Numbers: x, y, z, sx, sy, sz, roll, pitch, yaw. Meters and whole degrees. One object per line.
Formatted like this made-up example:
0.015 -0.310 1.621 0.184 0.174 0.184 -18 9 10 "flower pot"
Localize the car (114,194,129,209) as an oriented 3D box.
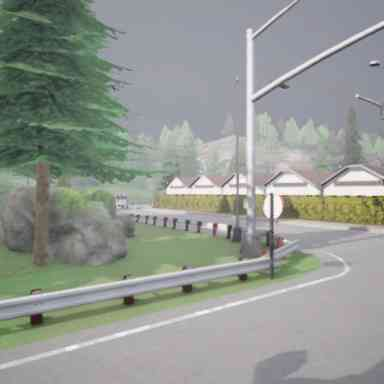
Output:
-10.151 1.338 46.196 2.150 2.045 5.566 0 0 -21 "car"
